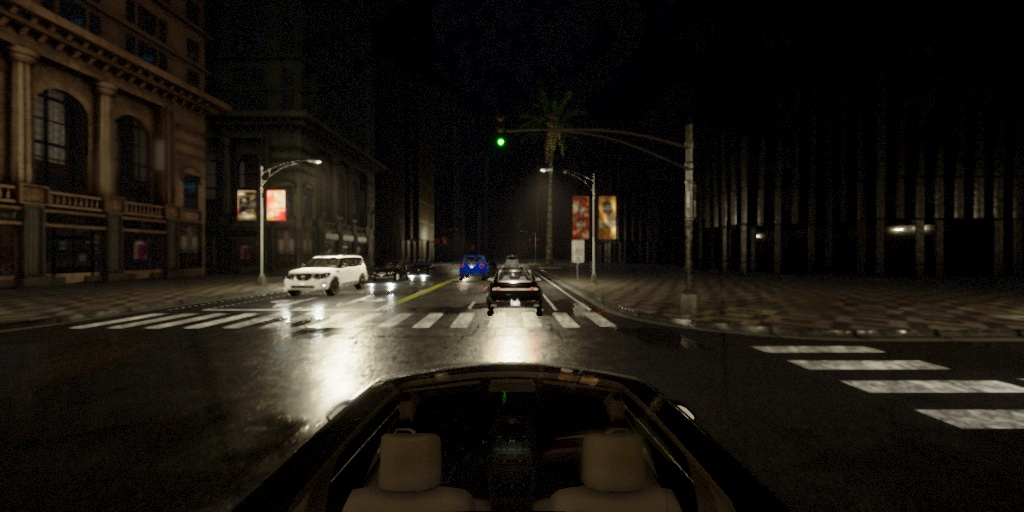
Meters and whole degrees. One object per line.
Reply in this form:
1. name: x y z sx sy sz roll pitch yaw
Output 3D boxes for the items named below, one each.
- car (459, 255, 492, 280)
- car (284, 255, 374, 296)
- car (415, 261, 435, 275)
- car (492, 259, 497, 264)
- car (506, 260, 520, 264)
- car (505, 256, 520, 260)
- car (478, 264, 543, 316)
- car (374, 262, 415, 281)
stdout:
1. car: -3.152 0.953 30.765 2.150 2.045 5.566 0 0 0
2. car: -9.845 0.960 19.589 2.150 2.045 5.566 0 0 0
3. car: -9.754 1.290 39.441 1.994 1.385 4.181 0 0 0
4. car: -3.201 1.224 54.140 1.837 1.490 4.892 0 1 1
5. car: 0.097 1.330 34.947 1.895 1.301 4.718 0 0 0
6. car: 0.072 0.939 58.202 2.150 2.045 5.566 0 0 0
7. car: 0.100 1.234 13.427 2.128 1.511 4.902 0 0 0
8. car: -9.829 1.237 29.516 1.837 1.490 4.892 0 0 0
